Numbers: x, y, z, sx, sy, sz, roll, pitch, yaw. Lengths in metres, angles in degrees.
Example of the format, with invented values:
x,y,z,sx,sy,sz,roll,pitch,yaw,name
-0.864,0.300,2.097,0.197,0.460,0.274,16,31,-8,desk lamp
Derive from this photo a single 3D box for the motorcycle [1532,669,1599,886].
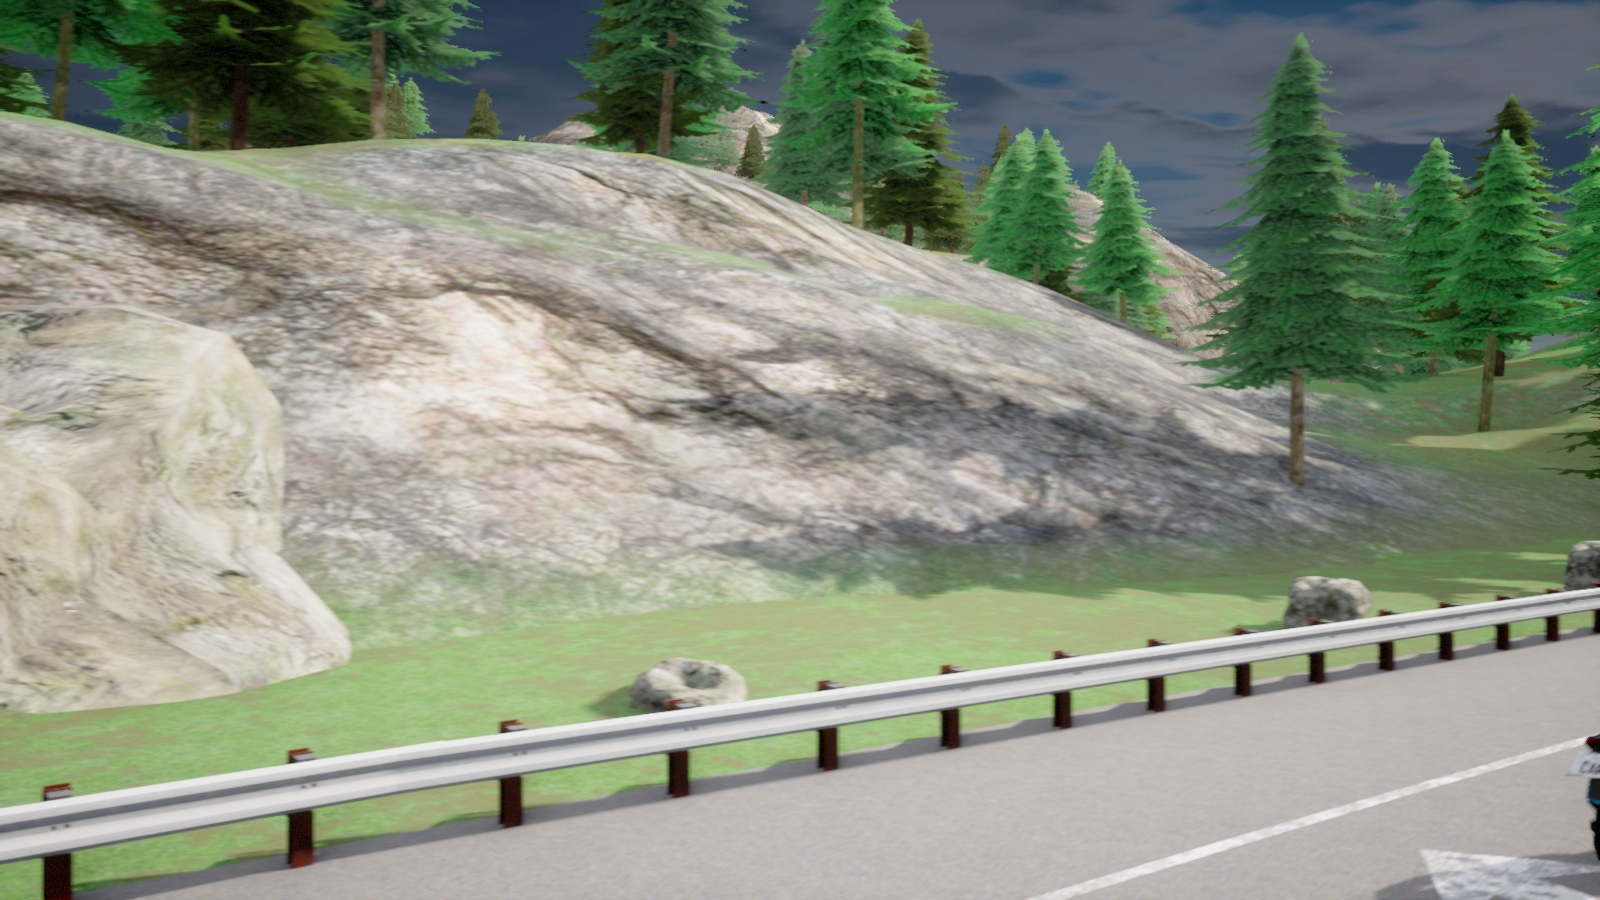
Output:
x,y,z,sx,sy,sz,roll,pitch,yaw,name
5.961,2.176,7.845,2.033,1.217,0.803,0,0,-33,motorcycle
